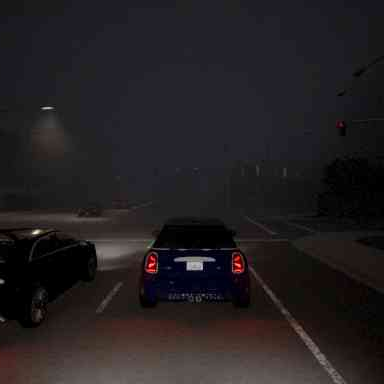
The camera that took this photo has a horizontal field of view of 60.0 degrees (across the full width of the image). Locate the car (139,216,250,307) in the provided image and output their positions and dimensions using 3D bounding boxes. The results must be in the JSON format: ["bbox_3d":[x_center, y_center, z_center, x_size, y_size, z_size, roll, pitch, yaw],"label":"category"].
[{"bbox_3d":[0.058,1.364,8.133,2.097,1.767,4.553,0,0,0],"label":"car"}]

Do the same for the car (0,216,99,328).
[{"bbox_3d":[-3.447,1.503,6.993,2.128,1.511,4.902,0,0,0],"label":"car"}]

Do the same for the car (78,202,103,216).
[{"bbox_3d":[-10.034,1.758,33.018,1.812,1.442,4.674,0,-1,-9],"label":"car"}]

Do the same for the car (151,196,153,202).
[{"bbox_3d":[-10.651,1.644,80.805,2.128,1.511,4.902,0,1,0],"label":"car"}]

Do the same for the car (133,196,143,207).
[{"bbox_3d":[-10.682,1.840,60.319,1.882,1.535,5.008,0,0,0],"label":"car"}]

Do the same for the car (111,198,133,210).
[{"bbox_3d":[-10.690,1.733,50.145,2.097,1.767,4.553,0,0,0],"label":"car"}]

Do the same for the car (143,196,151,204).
[{"bbox_3d":[-10.632,1.596,70.263,2.097,1.767,4.553,0,1,0],"label":"car"}]
